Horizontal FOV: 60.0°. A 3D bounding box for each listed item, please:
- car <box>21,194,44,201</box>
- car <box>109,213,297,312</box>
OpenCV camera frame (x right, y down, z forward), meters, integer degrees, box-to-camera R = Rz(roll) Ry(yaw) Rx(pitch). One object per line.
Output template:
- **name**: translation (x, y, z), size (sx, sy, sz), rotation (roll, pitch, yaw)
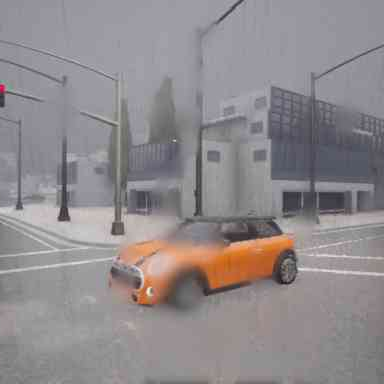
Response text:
- **car**: translation (-40.773, 1.427, 83.503), size (4.902, 1.511, 2.128), rotation (0, 0, 8)
- **car**: translation (0.412, 1.351, 7.833), size (4.553, 1.767, 2.097), rotation (0, 0, -37)
